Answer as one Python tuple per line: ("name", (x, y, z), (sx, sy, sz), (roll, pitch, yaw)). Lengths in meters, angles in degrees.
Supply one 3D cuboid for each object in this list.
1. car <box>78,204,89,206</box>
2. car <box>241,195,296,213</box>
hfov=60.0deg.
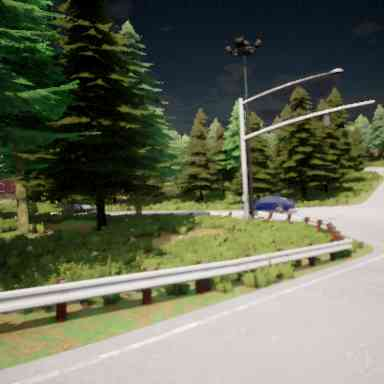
("car", (-10.729, 1.902, 32.772), (4.674, 1.442, 1.812), (-2, 2, 24))
("car", (6.541, 1.037, 28.778), (4.674, 1.442, 1.812), (-2, 2, 31))
